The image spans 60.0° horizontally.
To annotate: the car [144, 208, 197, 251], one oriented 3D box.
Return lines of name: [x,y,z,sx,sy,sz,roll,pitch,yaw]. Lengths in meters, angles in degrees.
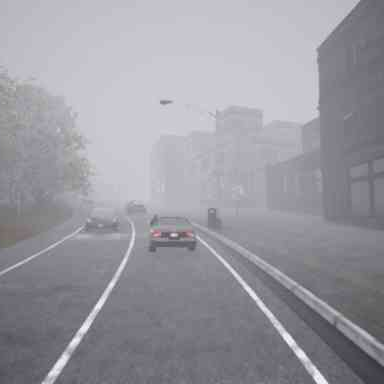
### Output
car: [-0.956,1.612,14.490,2.033,1.411,5.357,1,0,-7]

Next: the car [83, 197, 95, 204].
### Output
car: [-18.818,1.535,60.434,2.033,1.411,5.357,2,0,-21]

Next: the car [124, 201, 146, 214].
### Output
car: [-6.433,1.702,37.864,1.812,1.442,4.674,2,-1,-18]

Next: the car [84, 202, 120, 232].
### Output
car: [-5.460,1.582,20.642,1.812,1.442,4.674,1,0,-11]
